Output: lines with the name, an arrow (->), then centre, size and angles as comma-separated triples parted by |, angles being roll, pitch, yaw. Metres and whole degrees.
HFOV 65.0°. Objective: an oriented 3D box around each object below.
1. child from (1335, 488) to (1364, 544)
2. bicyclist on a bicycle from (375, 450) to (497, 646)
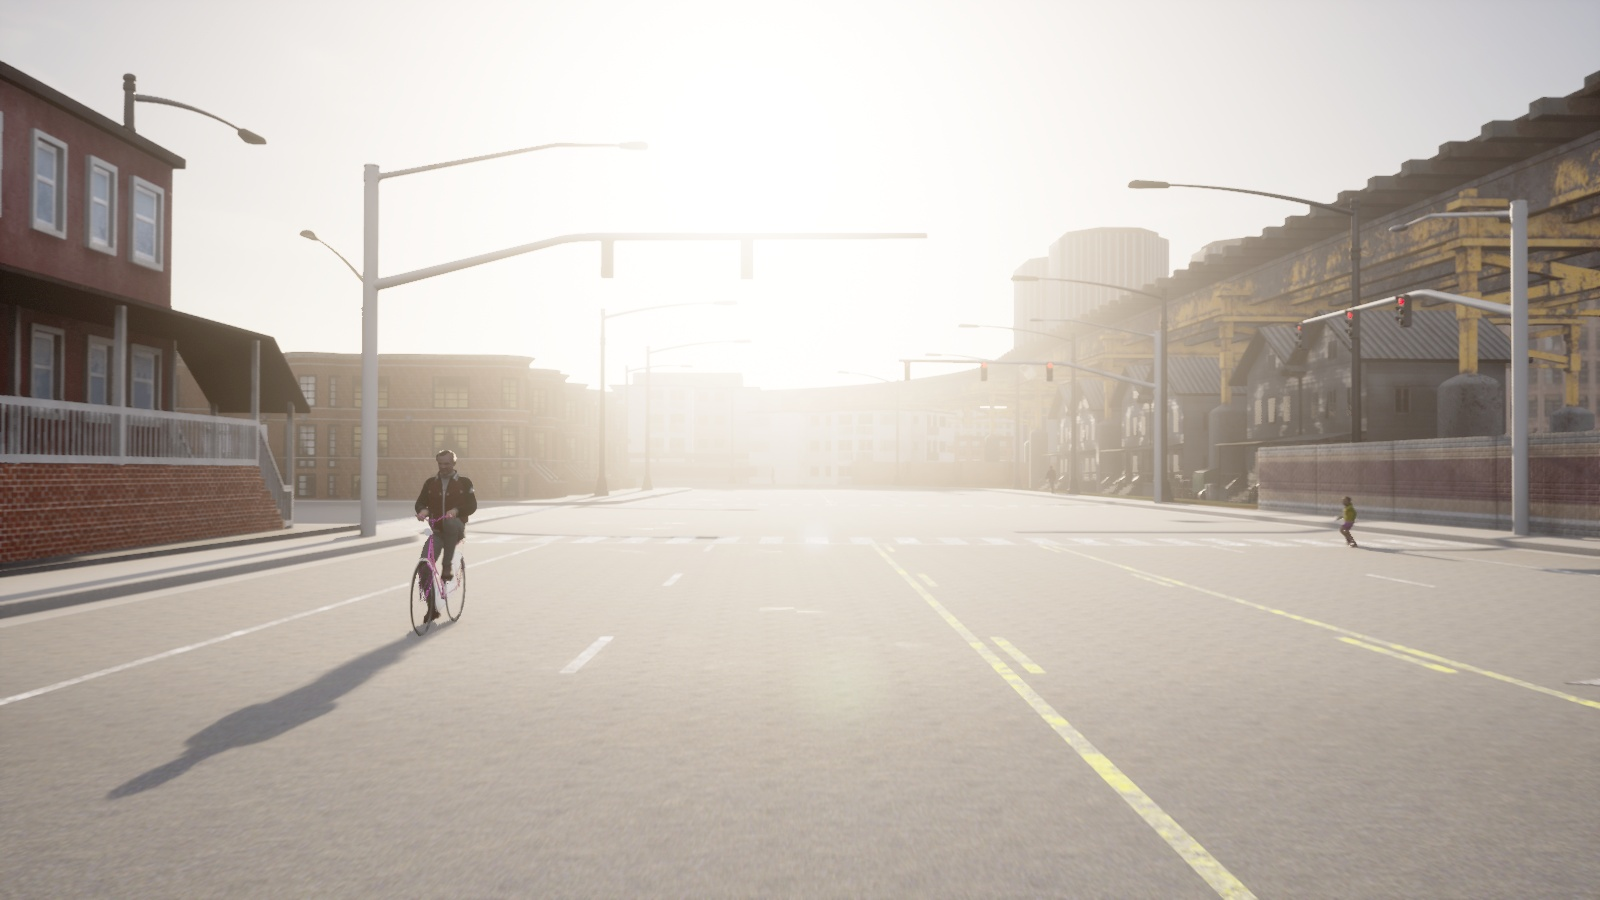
child -> 11.557, 1.389, 26.407 | 0.473, 1.160, 0.299 | 0, -1, 8
bicyclist on a bicycle -> -3.524, 0.905, 12.306 | 0.659, 1.776, 1.843 | 0, -1, 0
